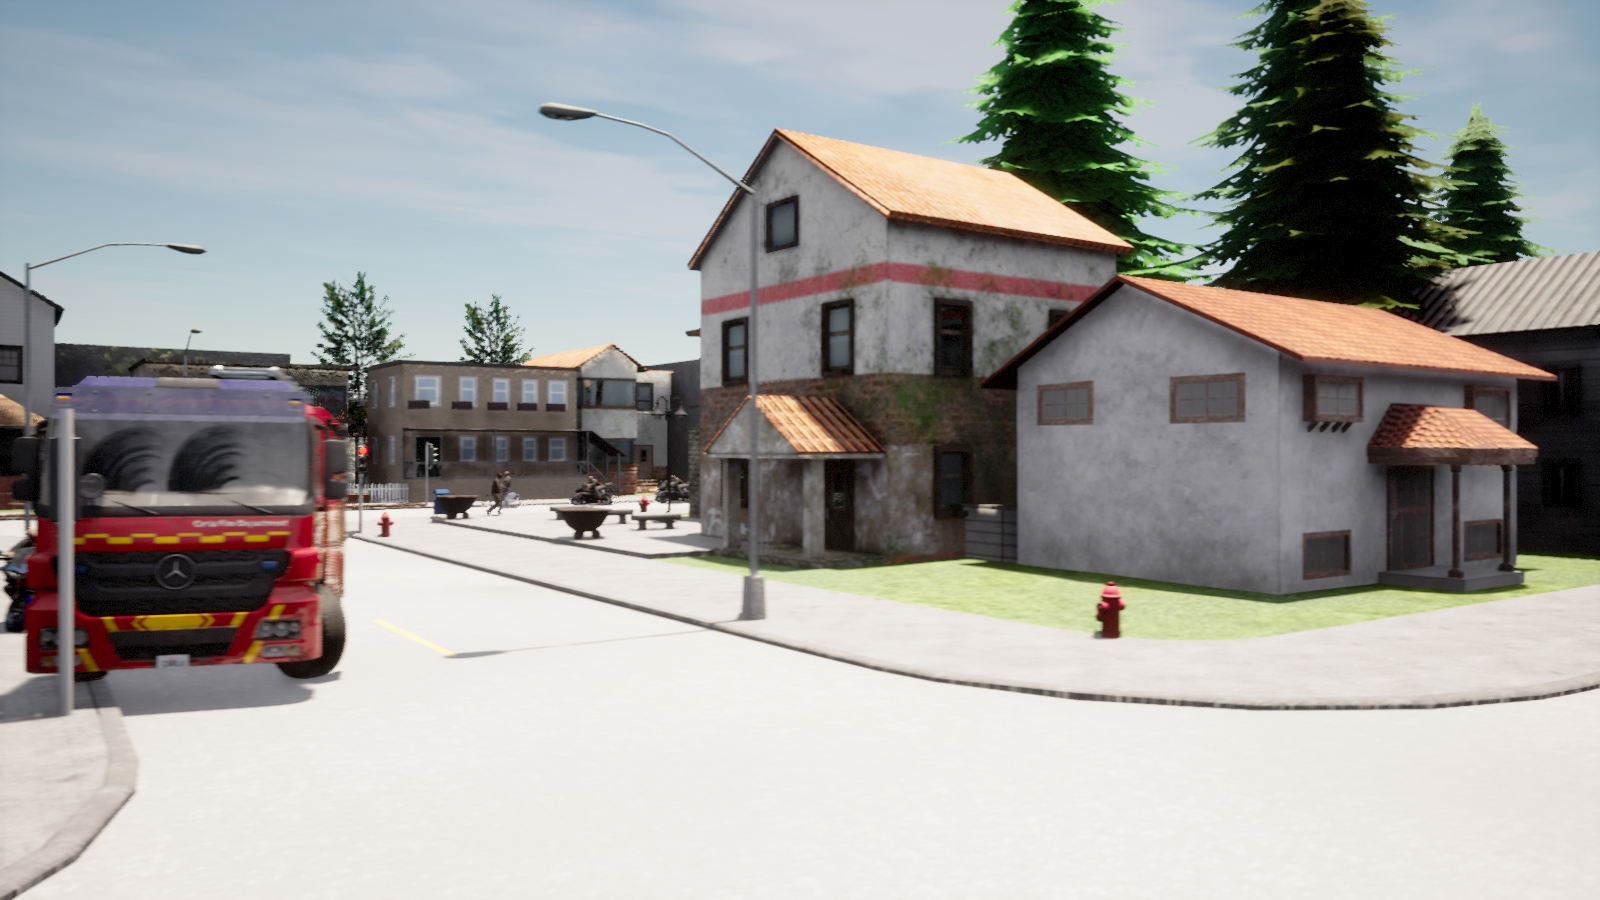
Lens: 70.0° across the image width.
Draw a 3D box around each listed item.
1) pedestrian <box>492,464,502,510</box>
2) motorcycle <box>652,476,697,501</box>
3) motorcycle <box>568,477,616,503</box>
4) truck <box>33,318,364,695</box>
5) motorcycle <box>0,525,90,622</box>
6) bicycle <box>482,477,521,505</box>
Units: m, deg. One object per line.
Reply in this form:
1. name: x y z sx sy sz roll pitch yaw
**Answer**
1. pedestrian: -12.397 1.520 46.759 0.375 1.860 0.375 0 0 -21
2. motorcycle: -6.577 1.990 59.900 2.209 1.251 0.867 0 0 -35
3. motorcycle: -10.411 1.989 57.210 2.209 1.251 0.867 0 0 -35
4. truck: -7.818 0.674 16.097 2.891 3.827 8.468 1 -1 -19
5. motorcycle: -11.811 1.872 17.711 0.867 1.251 2.209 0 0 -18
6. bicycle: -14.241 1.943 54.543 1.835 1.271 0.329 0 0 -35
